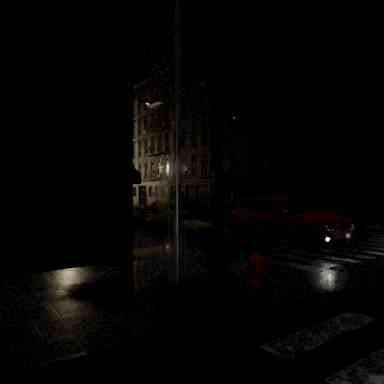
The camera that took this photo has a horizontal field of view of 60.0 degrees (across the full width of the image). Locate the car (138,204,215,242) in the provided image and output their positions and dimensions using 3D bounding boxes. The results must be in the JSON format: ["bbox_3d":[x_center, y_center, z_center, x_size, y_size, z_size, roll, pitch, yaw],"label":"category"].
[{"bbox_3d":[-0.708,1.554,16.741,1.752,1.417,4.829,0,0,-35],"label":"car"}]

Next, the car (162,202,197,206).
[{"bbox_3d":[-0.545,1.566,30.345,1.947,1.339,4.313,0,0,-35],"label":"car"}]

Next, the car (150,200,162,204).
[{"bbox_3d":[-3.783,1.529,34.893,1.752,1.417,4.829,0,0,-35],"label":"car"}]

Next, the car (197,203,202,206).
[{"bbox_3d":[2.595,1.578,25.937,1.802,1.307,4.206,0,0,-35],"label":"car"}]

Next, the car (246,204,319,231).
[{"bbox_3d":[5.735,1.558,21.528,1.947,1.339,4.313,0,0,-35],"label":"car"}]

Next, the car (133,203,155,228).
[{"bbox_3d":[-3.947,1.584,21.289,2.008,1.369,4.403,0,0,-35],"label":"car"}]

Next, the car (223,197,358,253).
[{"bbox_3d":[4.086,1.235,14.370,2.150,2.045,5.566,0,0,-35],"label":"car"}]
